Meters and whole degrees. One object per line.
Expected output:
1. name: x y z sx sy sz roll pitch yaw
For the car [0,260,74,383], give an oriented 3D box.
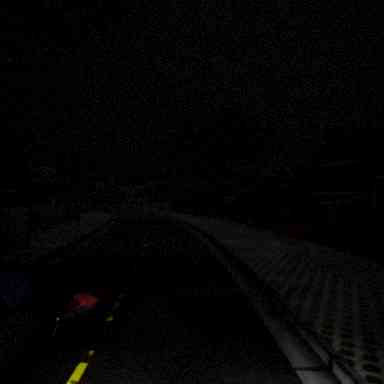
1. car: -2.955 1.587 3.681 2.033 1.411 5.357 0 -1 -2
